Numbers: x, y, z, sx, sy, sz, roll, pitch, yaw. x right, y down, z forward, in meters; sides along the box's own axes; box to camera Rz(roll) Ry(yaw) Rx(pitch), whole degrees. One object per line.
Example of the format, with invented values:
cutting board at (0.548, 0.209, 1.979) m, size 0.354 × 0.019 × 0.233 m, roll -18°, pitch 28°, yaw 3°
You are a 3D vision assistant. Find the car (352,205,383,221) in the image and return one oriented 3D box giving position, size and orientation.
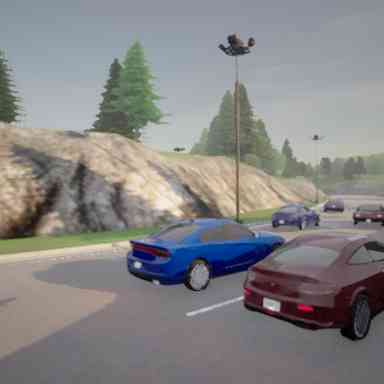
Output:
car at (12.407, 1.532, 23.007) m, size 1.895 × 1.301 × 4.718 m, roll 0°, pitch 0°, yaw 32°

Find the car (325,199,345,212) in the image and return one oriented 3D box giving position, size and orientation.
car at (15.919, 1.483, 37.059) m, size 1.994 × 1.385 × 4.181 m, roll 0°, pitch 0°, yaw 26°

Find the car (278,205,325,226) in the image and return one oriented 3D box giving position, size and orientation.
car at (6.451, 1.500, 20.577) m, size 1.812 × 1.442 × 4.674 m, roll 0°, pitch 0°, yaw 37°

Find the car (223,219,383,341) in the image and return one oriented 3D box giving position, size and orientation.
car at (2.918, 1.513, 6.514) m, size 4.674 × 1.442 × 1.812 m, roll 0°, pitch 0°, yaw -41°

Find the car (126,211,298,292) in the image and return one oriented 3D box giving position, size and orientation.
car at (0.628, 1.485, 9.145) m, size 5.008 × 1.535 × 1.882 m, roll 0°, pitch 0°, yaw -41°
